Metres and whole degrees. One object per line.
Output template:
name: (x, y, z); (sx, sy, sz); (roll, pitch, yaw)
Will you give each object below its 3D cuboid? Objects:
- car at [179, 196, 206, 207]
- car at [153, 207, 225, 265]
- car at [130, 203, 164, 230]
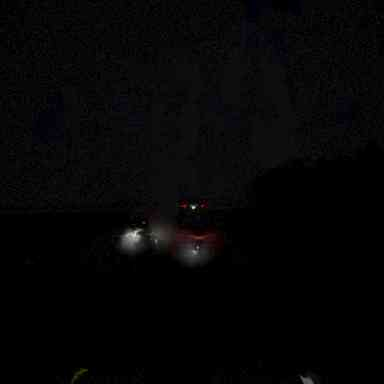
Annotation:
car: (0.070, 1.329, 28.846); (2.150, 2.045, 5.566); (0, 0, -1)
car: (0.070, 1.517, 11.757); (2.128, 1.511, 4.902); (0, 0, 0)
car: (-2.857, 1.548, 22.103); (1.882, 1.535, 5.008); (0, 0, 0)
